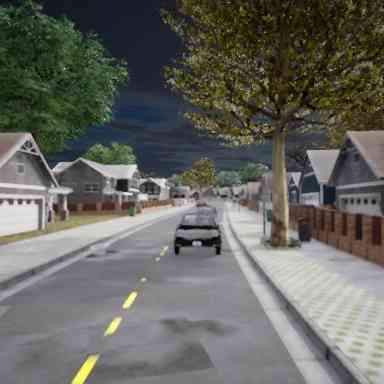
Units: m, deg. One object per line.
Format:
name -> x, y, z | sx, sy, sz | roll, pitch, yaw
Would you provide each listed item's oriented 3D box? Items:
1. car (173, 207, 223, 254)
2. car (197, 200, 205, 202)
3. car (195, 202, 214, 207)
car -> 0.288, 1.636, 14.201 | 2.128, 1.511, 4.902 | 0, 0, 3
car -> 1.707, 2.271, 62.889 | 2.033, 1.411, 5.357 | 0, -1, 6
car -> 1.282, 1.842, 28.805 | 2.033, 1.411, 5.357 | 0, -1, 5
